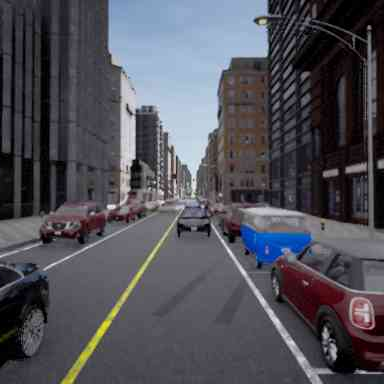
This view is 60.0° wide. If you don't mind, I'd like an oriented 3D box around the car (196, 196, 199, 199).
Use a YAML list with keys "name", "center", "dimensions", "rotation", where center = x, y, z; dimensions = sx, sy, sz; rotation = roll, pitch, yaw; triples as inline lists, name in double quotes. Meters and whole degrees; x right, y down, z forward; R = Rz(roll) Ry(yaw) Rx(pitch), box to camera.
- name: "car"
  center: [2.690, 2.573, 94.721]
  dimensions: [1.802, 1.307, 4.206]
  rotation: [1, -1, 0]

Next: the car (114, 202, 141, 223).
- name: "car"
  center: [-5.845, 1.837, 28.245]
  dimensions: [1.887, 1.381, 4.507]
  rotation: [1, -1, 0]

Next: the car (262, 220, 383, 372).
- name: "car"
  center: [2.678, 1.500, 5.741]
  dimensions: [1.967, 1.590, 4.097]
  rotation: [1, -1, 0]

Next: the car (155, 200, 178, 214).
- name: "car"
  center: [-3.089, 2.034, 41.757]
  dimensions: [1.895, 1.301, 4.718]
  rotation: [0, -1, 0]

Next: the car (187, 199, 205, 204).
- name: "car"
  center: [0.106, 1.862, 37.086]
  dimensions: [1.882, 1.535, 5.008]
  rotation: [0, -1, 0]

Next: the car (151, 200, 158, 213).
- name: "car"
  center: [-5.842, 1.993, 44.949]
  dimensions: [1.752, 1.417, 4.829]
  rotation: [1, -1, 0]

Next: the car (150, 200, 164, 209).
- name: "car"
  center: [-5.841, 2.111, 56.197]
  dimensions: [1.752, 1.417, 4.829]
  rotation: [1, -1, 0]

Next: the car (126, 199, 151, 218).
- name: "car"
  center: [-5.842, 1.666, 33.873]
  dimensions: [2.192, 1.841, 5.009]
  rotation: [1, -1, 0]

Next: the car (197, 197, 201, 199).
- name: "car"
  center: [2.689, 2.453, 83.374]
  dimensions: [1.802, 1.307, 4.206]
  rotation: [1, -1, 0]

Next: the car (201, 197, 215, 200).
- name: "car"
  center: [2.685, 1.783, 45.111]
  dimensions: [2.192, 1.841, 5.009]
  rotation: [1, -1, 0]

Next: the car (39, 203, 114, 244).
- name: "car"
  center: [-5.845, 1.490, 17.000]
  dimensions: [2.192, 1.841, 5.009]
  rotation: [1, -1, 0]

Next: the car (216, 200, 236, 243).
- name: "car"
  center: [2.681, 1.490, 16.991]
  dimensions: [2.192, 1.841, 5.009]
  rotation: [1, -1, 0]

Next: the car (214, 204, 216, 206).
- name: "car"
  center: [2.679, 1.784, 22.612]
  dimensions: [2.008, 1.369, 4.403]
  rotation: [1, -1, 0]

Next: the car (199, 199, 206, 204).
- name: "car"
  center: [2.690, 2.513, 89.048]
  dimensions: [1.802, 1.307, 4.206]
  rotation: [1, -1, 0]

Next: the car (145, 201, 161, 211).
- name: "car"
  center: [-5.842, 2.073, 50.743]
  dimensions: [1.887, 1.381, 4.507]
  rotation: [1, -1, 0]

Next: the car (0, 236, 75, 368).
- name: "car"
  center: [-3.100, 1.526, 3.224]
  dimensions: [2.128, 1.511, 4.902]
  rotation: [0, -1, 0]

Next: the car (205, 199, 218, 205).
- name: "car"
  center: [2.682, 1.791, 33.861]
  dimensions: [1.967, 1.590, 4.097]
  rotation: [1, -1, 0]

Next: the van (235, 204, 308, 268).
- name: "van"
  center: [2.680, 1.458, 11.366]
  dimensions: [1.690, 1.788, 3.998]
  rotation: [1, -1, 0]

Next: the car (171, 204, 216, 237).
- name: "car"
  center: [0.104, 1.692, 19.493]
  dimensions: [2.128, 1.511, 4.902]
  rotation: [0, -1, 0]

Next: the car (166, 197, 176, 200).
- name: "car"
  center: [-5.837, 2.416, 83.385]
  dimensions: [1.887, 1.381, 4.507]
  rotation: [1, -1, 0]
